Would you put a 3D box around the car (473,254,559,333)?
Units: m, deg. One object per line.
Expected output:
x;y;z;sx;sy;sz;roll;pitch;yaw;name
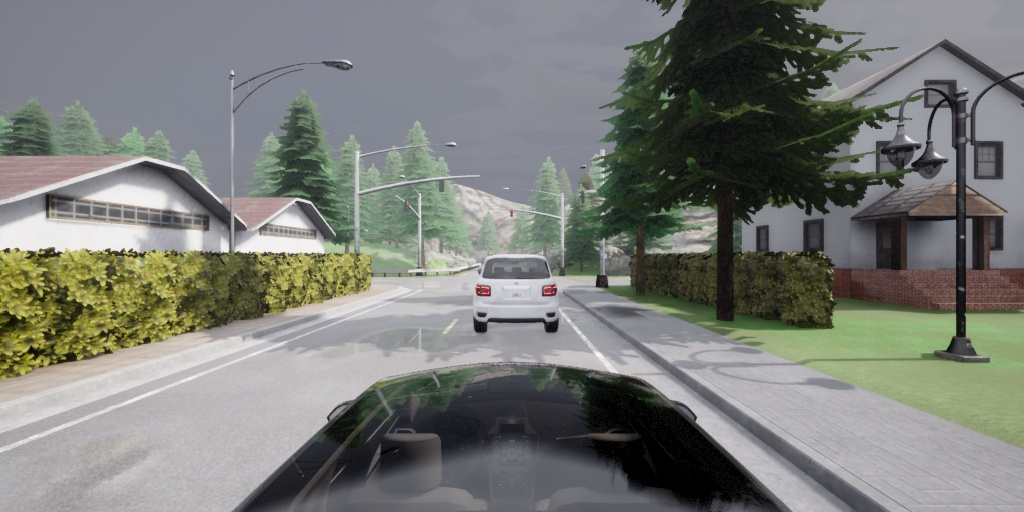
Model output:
0.106;0.971;10.912;2.150;2.045;5.566;0;0;0;car
